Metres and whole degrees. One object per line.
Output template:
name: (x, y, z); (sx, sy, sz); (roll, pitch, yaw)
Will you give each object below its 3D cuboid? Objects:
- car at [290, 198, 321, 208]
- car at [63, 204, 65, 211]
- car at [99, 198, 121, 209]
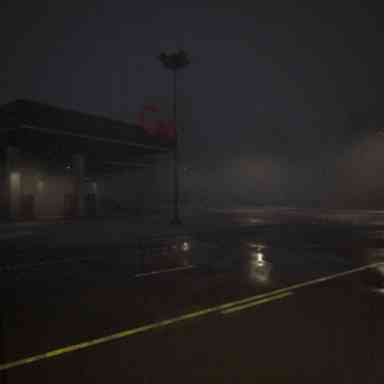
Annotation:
car: (17.639, 1.682, 51.985); (1.882, 1.535, 5.008); (0, 0, -36)
car: (-16.905, 1.968, 47.375); (1.970, 1.475, 3.806); (0, -1, -36)
car: (-12.732, 1.795, 51.396); (2.242, 1.667, 4.611); (0, -1, -36)
